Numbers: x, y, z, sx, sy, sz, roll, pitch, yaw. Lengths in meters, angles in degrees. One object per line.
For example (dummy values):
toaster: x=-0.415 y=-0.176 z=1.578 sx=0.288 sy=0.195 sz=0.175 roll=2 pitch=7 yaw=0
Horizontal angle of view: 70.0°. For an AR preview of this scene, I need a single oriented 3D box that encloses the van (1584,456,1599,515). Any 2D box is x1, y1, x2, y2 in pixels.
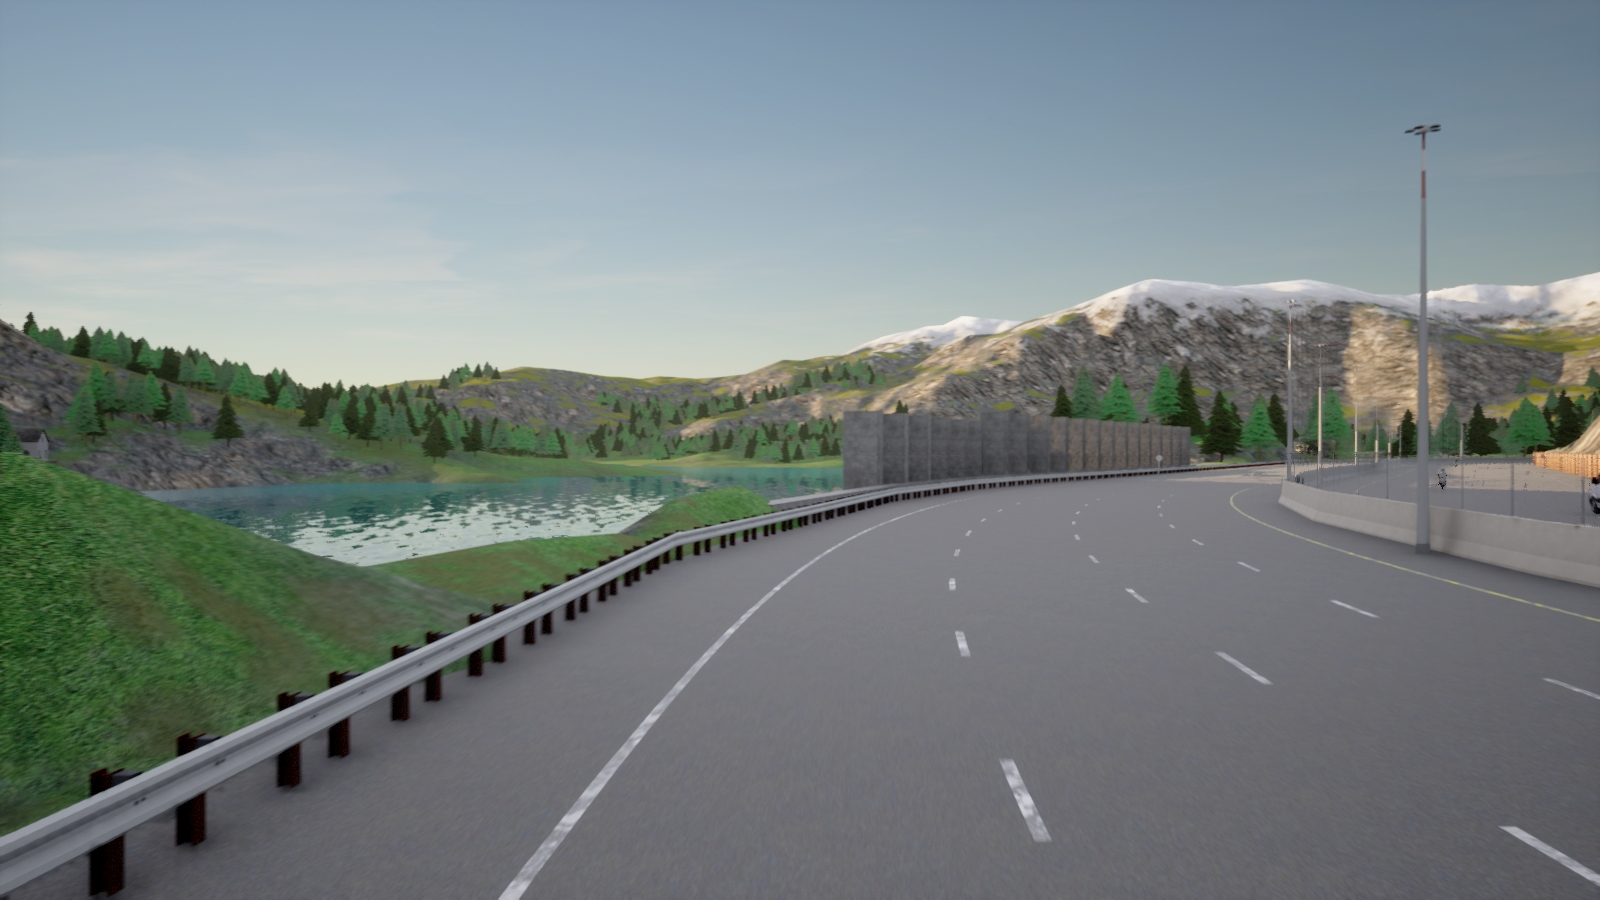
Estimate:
van: x=35.597 y=1.545 z=48.649 sx=1.988 sy=2.561 sz=5.915 roll=0 pitch=0 yaw=18
